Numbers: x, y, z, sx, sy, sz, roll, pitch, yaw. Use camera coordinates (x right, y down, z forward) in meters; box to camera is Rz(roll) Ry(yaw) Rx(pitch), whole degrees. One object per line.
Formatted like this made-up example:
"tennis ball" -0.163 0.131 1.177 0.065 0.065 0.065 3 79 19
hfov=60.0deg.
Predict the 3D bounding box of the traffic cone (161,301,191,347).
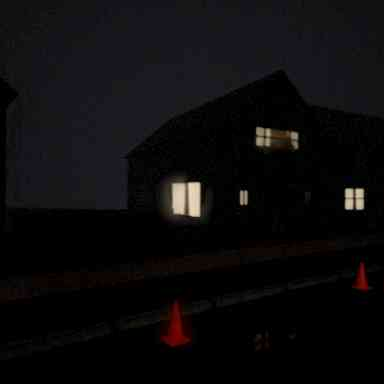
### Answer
"traffic cone" -0.244 1.954 5.048 0.340 0.580 0.340 0 0 -34

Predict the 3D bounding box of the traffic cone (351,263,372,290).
"traffic cone" 4.001 1.963 7.836 0.340 0.580 0.340 0 0 -32
